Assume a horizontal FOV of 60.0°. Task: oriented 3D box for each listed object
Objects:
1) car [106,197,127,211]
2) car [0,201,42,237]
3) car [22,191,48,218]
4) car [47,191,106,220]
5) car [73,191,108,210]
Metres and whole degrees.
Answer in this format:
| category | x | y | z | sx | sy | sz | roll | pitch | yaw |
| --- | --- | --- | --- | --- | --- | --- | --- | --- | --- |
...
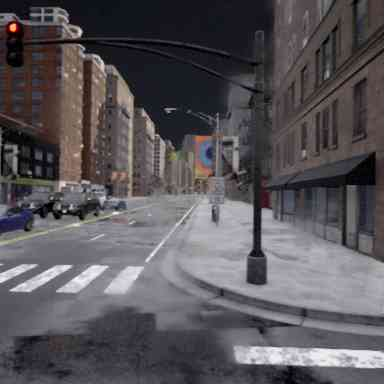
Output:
| category | x | y | z | sx | sy | sz | roll | pitch | yaw |
| --- | --- | --- | --- | --- | --- | --- | --- | --- | --- |
| car | -8.535 | 1.307 | 36.633 | 1.812 | 1.442 | 4.674 | 1 | 0 | 3 |
| car | -9.424 | 1.357 | 16.214 | 1.812 | 1.442 | 4.674 | 1 | 0 | 1 |
| car | -12.190 | 0.977 | 27.294 | 2.150 | 2.045 | 5.566 | 1 | 0 | 3 |
| car | -8.981 | 1.024 | 26.494 | 2.150 | 2.045 | 5.566 | 1 | 0 | 2 |
| car | -11.688 | 0.954 | 38.662 | 2.150 | 2.045 | 5.566 | 1 | 0 | 2 |
